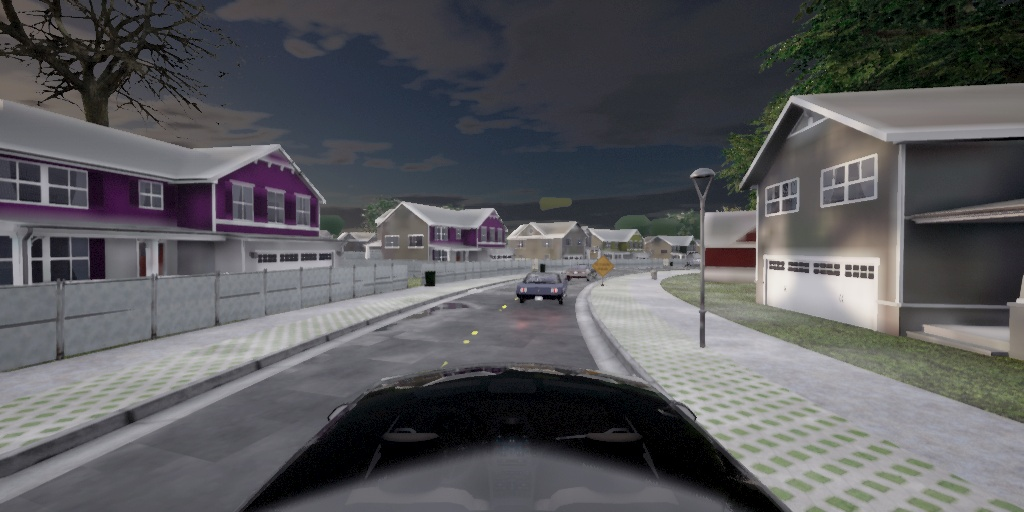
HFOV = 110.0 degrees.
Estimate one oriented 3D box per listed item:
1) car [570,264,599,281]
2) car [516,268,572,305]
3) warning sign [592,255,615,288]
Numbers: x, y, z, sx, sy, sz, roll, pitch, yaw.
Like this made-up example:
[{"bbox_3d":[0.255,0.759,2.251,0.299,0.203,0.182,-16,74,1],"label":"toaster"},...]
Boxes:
[{"bbox_3d":[5.932,1.337,30.113,2.033,1.411,5.357,0,0,23],"label":"car"},{"bbox_3d":[1.504,1.366,16.131,1.895,1.301,4.718,0,0,12],"label":"car"},{"bbox_3d":[5.303,0.882,20.980,1.300,1.860,1.060,0,0,16],"label":"warning sign"}]
